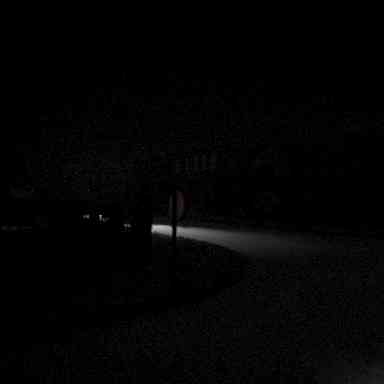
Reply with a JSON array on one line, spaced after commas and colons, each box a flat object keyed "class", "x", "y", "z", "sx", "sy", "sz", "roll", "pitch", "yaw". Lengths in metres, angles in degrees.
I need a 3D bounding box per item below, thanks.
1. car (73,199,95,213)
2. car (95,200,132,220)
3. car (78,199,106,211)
[{"class": "car", "x": -11.864, "y": 1.696, "z": 36.005, "sx": 1.994, "sy": 1.385, "sz": 4.181, "roll": 1, "pitch": 0, "yaw": -35}, {"class": "car", "x": -6.071, "y": 1.622, "z": 27.852, "sx": 2.128, "sy": 1.511, "sz": 4.902, "roll": 1, "pitch": 0, "yaw": -35}, {"class": "car", "x": -13.965, "y": 1.729, "z": 46.185, "sx": 2.033, "sy": 1.411, "sz": 5.357, "roll": 1, "pitch": 0, "yaw": -37}]
